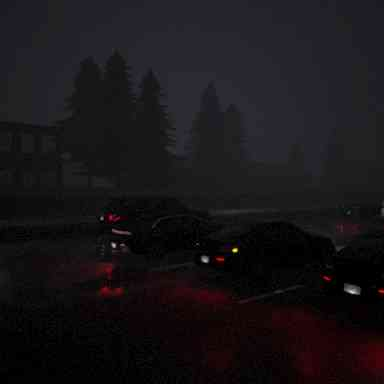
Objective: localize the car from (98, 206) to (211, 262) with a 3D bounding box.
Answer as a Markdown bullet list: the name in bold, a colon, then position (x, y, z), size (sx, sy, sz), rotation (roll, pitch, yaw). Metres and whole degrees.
- **car**: position (-0.519, 1.461, 11.970), size (4.902, 1.511, 2.128), rotation (0, 0, -35)

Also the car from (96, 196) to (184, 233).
- **car**: position (-1.596, 1.186, 15.504), size (5.566, 2.045, 2.150), rotation (0, 0, -35)

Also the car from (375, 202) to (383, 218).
- **car**: position (15.500, 1.098, 23.396), size (5.566, 2.045, 2.150), rotation (0, 0, -35)

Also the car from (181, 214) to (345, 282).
- **car**: position (2.198, 1.491, 9.610), size (4.674, 1.442, 1.812), rotation (0, 0, -35)

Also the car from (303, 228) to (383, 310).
- **car**: position (4.623, 1.489, 7.041), size (4.674, 1.442, 1.812), rotation (0, 0, -35)

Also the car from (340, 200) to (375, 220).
- **car**: position (13.786, 1.366, 26.471), size (4.902, 1.511, 2.128), rotation (0, 0, -35)
